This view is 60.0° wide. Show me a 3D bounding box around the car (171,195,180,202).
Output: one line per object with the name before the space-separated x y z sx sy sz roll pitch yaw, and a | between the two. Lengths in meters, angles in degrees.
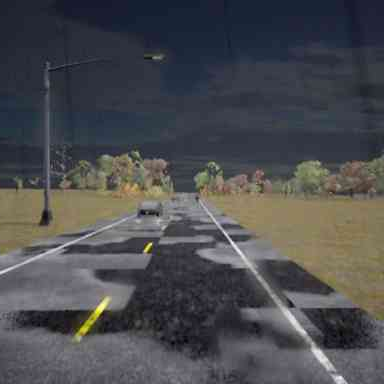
car | -3.499 1.311 71.307 2.033 1.411 5.357 0 0 0

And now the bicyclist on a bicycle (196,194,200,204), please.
bicyclist on a bicycle | 0.963 1.219 54.086 0.659 1.776 1.843 0 0 0

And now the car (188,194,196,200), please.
car | 0.002 1.182 82.051 2.033 1.411 5.357 0 0 0

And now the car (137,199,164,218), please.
car | -3.597 1.398 29.205 1.882 1.535 5.008 0 0 0

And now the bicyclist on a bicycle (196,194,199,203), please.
bicyclist on a bicycle | 0.964 1.275 62.995 0.582 1.620 1.656 0 0 0
